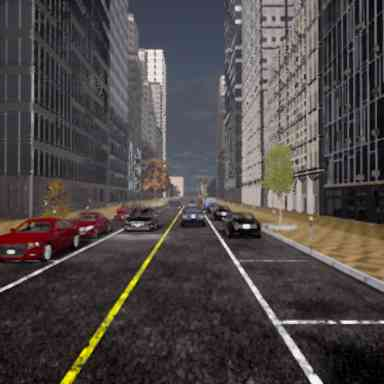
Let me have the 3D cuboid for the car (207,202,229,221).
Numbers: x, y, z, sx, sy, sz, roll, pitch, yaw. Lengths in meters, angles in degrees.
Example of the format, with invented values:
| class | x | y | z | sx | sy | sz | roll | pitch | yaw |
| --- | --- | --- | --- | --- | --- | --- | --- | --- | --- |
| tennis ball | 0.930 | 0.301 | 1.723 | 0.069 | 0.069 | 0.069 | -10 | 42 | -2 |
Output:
| class | x | y | z | sx | sy | sz | roll | pitch | yaw |
| --- | --- | --- | --- | --- | --- | --- | --- | --- | --- |
| car | 2.655 | 1.853 | 29.811 | 1.947 | 1.339 | 4.313 | 0 | -1 | 0 |

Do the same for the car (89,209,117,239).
| class | x | y | z | sx | sy | sz | roll | pitch | yaw |
| --- | --- | --- | --- | --- | --- | --- | --- | --- | --- |
| car | -5.712 | 1.763 | 18.424 | 1.802 | 1.307 | 4.206 | 0 | -1 | 0 |

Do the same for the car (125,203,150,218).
| class | x | y | z | sx | sy | sz | roll | pitch | yaw |
| --- | --- | --- | --- | --- | --- | --- | --- | --- | --- |
| car | -5.733 | 1.906 | 35.501 | 1.947 | 1.339 | 4.313 | 0 | -1 | 0 |

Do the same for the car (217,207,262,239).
| class | x | y | z | sx | sy | sz | roll | pitch | yaw |
| --- | --- | --- | --- | --- | --- | --- | --- | --- | --- |
| car | 2.669 | 1.746 | 18.427 | 1.947 | 1.339 | 4.313 | 0 | -1 | 0 |

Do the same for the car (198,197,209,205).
| class | x | y | z | sx | sy | sz | roll | pitch | yaw |
| --- | --- | --- | --- | --- | --- | --- | --- | --- | --- |
| car | 2.600 | 2.001 | 75.349 | 2.192 | 1.841 | 5.009 | 0 | 0 | 0 |

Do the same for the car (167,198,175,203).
| class | x | y | z | sx | sy | sz | roll | pitch | yaw |
| --- | --- | --- | --- | --- | --- | --- | --- | --- | --- |
| car | -5.803 | 2.376 | 92.425 | 2.008 | 1.369 | 4.403 | 0 | 0 | 0 |

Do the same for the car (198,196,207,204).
| class | x | y | z | sx | sy | sz | roll | pitch | yaw |
| --- | --- | --- | --- | --- | --- | --- | --- | --- | --- |
| car | 2.585 | 2.094 | 86.733 | 2.192 | 1.841 | 5.009 | 0 | 0 | 0 |

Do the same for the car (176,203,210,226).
| class | x | y | z | sx | sy | sz | roll | pitch | yaw |
| --- | --- | --- | --- | --- | --- | --- | --- | --- | --- |
| car | 0.068 | 1.796 | 25.700 | 2.033 | 1.411 | 5.357 | 0 | -1 | 0 |

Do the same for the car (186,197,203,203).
| class | x | y | z | sx | sy | sz | roll | pitch | yaw |
| --- | --- | --- | --- | --- | --- | --- | --- | --- | --- |
| car | 0.011 | 1.850 | 44.125 | 2.033 | 1.649 | 4.856 | 0 | 0 | 0 |

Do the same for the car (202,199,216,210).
| class | x | y | z | sx | sy | sz | roll | pitch | yaw |
| --- | --- | --- | --- | --- | --- | --- | --- | --- | --- |
| car | 2.627 | 1.933 | 52.580 | 1.967 | 1.590 | 4.097 | 0 | 0 | 0 |

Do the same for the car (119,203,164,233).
| class | x | y | z | sx | sy | sz | roll | pitch | yaw |
| --- | --- | --- | --- | --- | --- | --- | --- | --- | --- |
| car | -3.127 | 1.714 | 21.551 | 1.837 | 1.490 | 4.892 | 0 | 0 | 0 |

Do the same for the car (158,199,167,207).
| class | x | y | z | sx | sy | sz | roll | pitch | yaw |
| --- | --- | --- | --- | --- | --- | --- | --- | --- | --- |
| car | -5.768 | 2.115 | 63.793 | 1.752 | 1.417 | 4.829 | 0 | 0 | 0 |

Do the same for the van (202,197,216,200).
| class | x | y | z | sx | sy | sz | roll | pitch | yaw |
| --- | --- | --- | --- | --- | --- | --- | --- | --- | --- |
| van | 2.634 | 1.784 | 46.890 | 1.690 | 1.788 | 3.998 | 0 | -1 | 0 |

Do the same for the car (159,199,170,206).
| class | x | y | z | sx | sy | sz | roll | pitch | yaw |
| --- | --- | --- | --- | --- | --- | --- | --- | --- | --- |
| car | -5.775 | 2.189 | 69.656 | 2.008 | 1.369 | 4.403 | 0 | 0 | 0 |

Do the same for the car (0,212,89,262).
| class | x | y | z | sx | sy | sz | roll | pitch | yaw |
| --- | --- | --- | --- | --- | --- | --- | --- | --- | --- |
| car | -5.704 | 1.671 | 12.731 | 1.887 | 1.381 | 4.507 | 0 | -1 | 0 |

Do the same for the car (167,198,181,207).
| class | x | y | z | sx | sy | sz | roll | pitch | yaw |
| --- | --- | --- | --- | --- | --- | --- | --- | --- | --- |
| car | -3.107 | 2.152 | 63.917 | 1.994 | 1.385 | 4.181 | 0 | 0 | 1 |

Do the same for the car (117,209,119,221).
| class | x | y | z | sx | sy | sz | roll | pitch | yaw |
| --- | --- | --- | --- | --- | --- | --- | --- | --- | --- |
| car | -5.726 | 1.832 | 29.809 | 1.887 | 1.381 | 4.507 | 0 | -1 | 0 |

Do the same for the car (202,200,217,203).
| class | x | y | z | sx | sy | sz | roll | pitch | yaw |
| --- | --- | --- | --- | --- | --- | --- | --- | --- | --- |
| car | 2.641 | 1.957 | 41.194 | 1.947 | 1.339 | 4.313 | 0 | -1 | 0 |
